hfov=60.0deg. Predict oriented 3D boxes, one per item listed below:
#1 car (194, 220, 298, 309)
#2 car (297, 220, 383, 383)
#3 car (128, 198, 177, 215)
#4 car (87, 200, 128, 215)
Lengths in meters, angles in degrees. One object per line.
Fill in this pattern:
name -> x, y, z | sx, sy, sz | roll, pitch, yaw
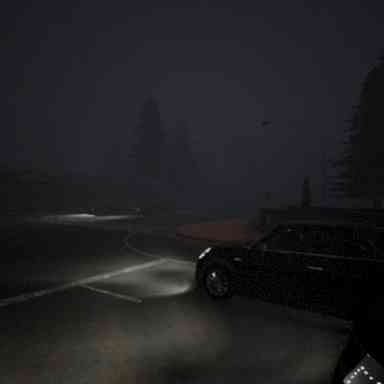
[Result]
car -> 2.240, 1.347, 6.745 | 4.553, 1.767, 2.097 | 0, 0, 37
car -> 3.578, 1.231, 1.389 | 5.566, 2.045, 2.150 | 0, 0, 36
car -> -3.508, 1.383, 32.715 | 2.128, 1.511, 4.902 | 0, 0, 38
car -> -8.062, 1.437, 32.535 | 1.994, 1.385, 4.181 | 0, 0, 38
